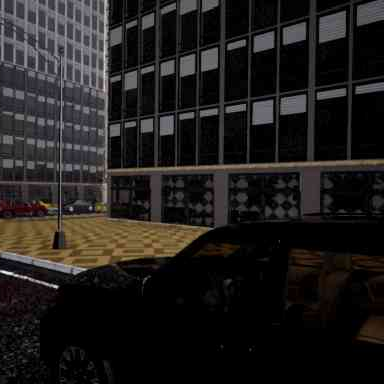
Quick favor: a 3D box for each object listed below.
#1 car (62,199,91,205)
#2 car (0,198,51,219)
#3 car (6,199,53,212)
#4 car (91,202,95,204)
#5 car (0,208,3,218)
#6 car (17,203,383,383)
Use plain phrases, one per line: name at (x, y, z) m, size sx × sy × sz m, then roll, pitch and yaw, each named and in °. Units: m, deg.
car at (-14.743, 1.704, 42.768) m, size 1.837 × 1.490 × 4.892 m, roll 1°, pitch 0°, yaw 37°
car at (-16.206, 1.517, 31.099) m, size 2.192 × 1.841 × 5.009 m, roll 1°, pitch 0°, yaw 37°
car at (-19.678, 1.640, 40.484) m, size 1.752 × 1.417 × 4.829 m, roll 1°, pitch 0°, yaw 37°
car at (-9.383, 1.828, 40.292) m, size 1.752 × 1.417 × 4.829 m, roll 1°, pitch 0°, yaw 37°
car at (-7.360, 1.347, 8.958) m, size 4.553 × 1.767 × 2.097 m, roll 0°, pitch 0°, yaw 36°
car at (0.950, 1.221, 3.006) m, size 5.566 × 2.045 × 2.150 m, roll 0°, pitch 0°, yaw 35°
